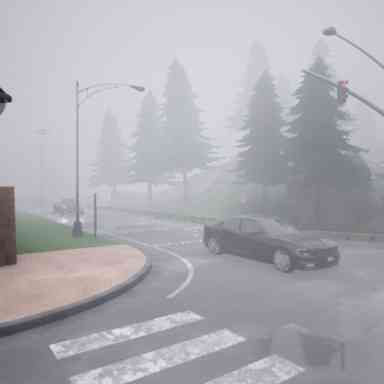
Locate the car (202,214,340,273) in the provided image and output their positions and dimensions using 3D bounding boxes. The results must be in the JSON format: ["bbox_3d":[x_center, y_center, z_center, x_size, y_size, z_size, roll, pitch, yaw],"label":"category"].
[{"bbox_3d":[2.341,1.530,11.047,1.882,1.535,5.008,0,0,-34],"label":"car"}]

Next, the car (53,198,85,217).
[{"bbox_3d":[-11.803,1.318,31.758,2.097,1.767,4.553,0,0,-34],"label":"car"}]
